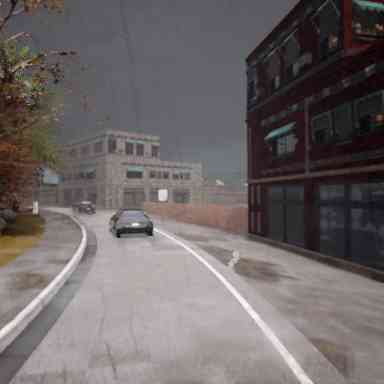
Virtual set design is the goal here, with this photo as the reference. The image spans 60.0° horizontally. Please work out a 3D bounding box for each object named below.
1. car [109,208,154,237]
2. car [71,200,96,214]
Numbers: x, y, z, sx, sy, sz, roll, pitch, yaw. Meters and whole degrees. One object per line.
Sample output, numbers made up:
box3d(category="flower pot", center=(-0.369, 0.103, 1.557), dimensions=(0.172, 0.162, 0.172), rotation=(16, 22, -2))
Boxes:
box3d(category="car", center=(-3.435, 1.597, 18.439), dimensions=(1.994, 1.385, 4.181), rotation=(0, 0, -18))
box3d(category="car", center=(-12.202, 1.658, 37.464), dimensions=(1.812, 1.442, 4.674), rotation=(0, 0, -31))
